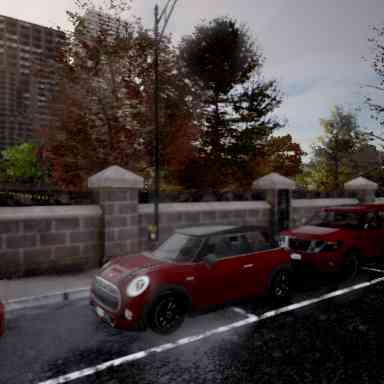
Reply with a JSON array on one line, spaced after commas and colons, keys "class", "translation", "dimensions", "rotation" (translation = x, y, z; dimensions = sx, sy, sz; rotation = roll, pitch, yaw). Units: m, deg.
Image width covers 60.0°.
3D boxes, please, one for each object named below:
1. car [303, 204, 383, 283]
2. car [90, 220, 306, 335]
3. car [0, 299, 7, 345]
[{"class": "car", "translation": [4.697, 1.319, 9.912], "dimensions": [5.009, 1.841, 2.192], "rotation": [0, 0, -36]}, {"class": "car", "translation": [0.114, 1.442, 6.640], "dimensions": [4.097, 1.590, 1.967], "rotation": [0, 0, -36]}, {"class": "car", "translation": [-4.468, 1.545, 3.372], "dimensions": [4.507, 1.381, 1.887], "rotation": [0, 0, -36]}]
